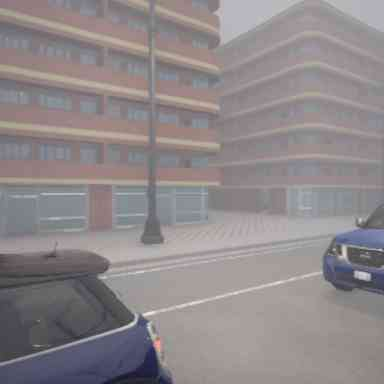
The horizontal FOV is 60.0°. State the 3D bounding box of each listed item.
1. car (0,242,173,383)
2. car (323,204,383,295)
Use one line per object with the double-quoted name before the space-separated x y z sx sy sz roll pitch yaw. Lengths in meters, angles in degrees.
"car" -2.419 1.353 2.255 4.553 1.767 2.097 0 0 -35
"car" 5.459 1.212 7.825 5.566 2.045 2.150 0 0 -35
